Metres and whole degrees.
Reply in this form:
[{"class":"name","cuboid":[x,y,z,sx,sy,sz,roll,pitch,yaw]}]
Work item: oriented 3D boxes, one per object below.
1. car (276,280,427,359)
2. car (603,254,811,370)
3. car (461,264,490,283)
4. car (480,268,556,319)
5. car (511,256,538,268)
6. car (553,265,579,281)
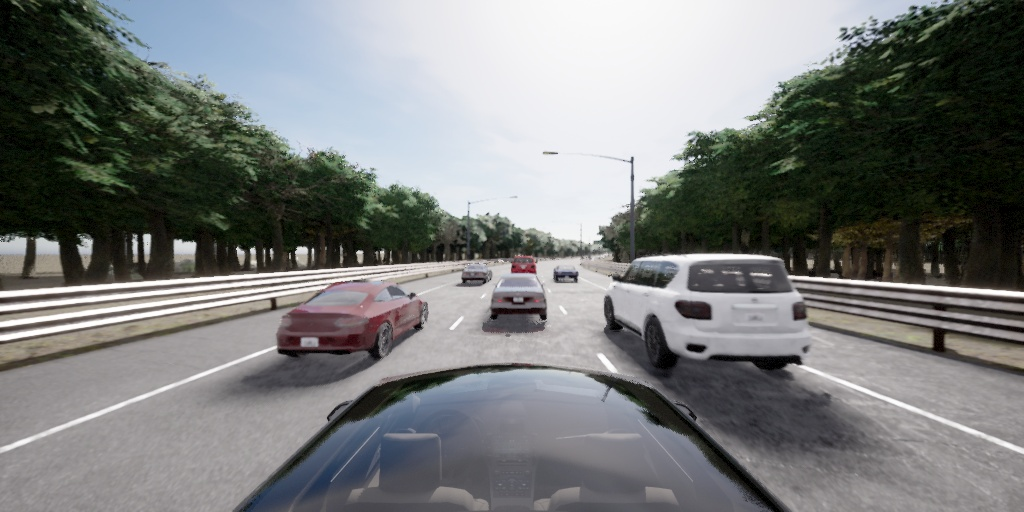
[{"class":"car","cuboid":[-3.356,1.287,8.352,1.812,1.442,4.674,0,0,1]},{"class":"car","cuboid":[3.626,0.988,7.925,2.150,2.045,5.566,0,0,2]},{"class":"car","cuboid":[-2.653,1.340,27.886,2.033,1.411,5.357,0,0,3]},{"class":"car","cuboid":[0.257,1.321,12.948,2.033,1.411,5.357,0,0,2]},{"class":"car","cuboid":[1.088,1.021,31.728,2.150,2.045,5.566,0,0,4]},{"class":"car","cuboid":[4.554,1.403,31.048,1.895,1.301,4.718,0,0,4]}]
